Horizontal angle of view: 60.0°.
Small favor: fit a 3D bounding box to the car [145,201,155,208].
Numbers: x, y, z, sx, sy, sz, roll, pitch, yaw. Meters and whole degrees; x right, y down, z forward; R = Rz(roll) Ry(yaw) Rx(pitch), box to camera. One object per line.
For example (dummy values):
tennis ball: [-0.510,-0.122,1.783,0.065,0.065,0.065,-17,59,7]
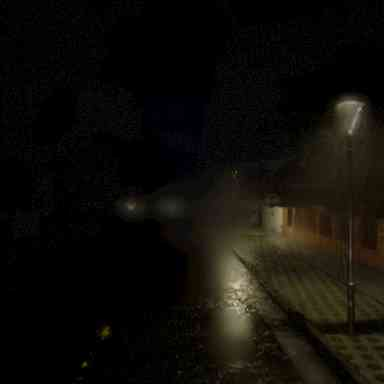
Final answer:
car: [-8.770,2.543,68.701,2.033,1.411,5.357,0,-1,-9]
